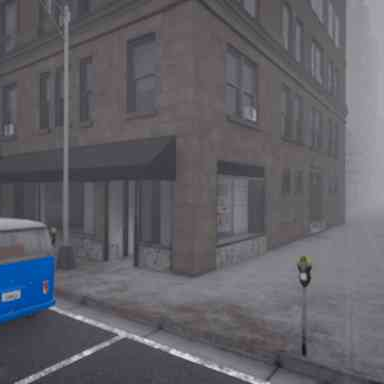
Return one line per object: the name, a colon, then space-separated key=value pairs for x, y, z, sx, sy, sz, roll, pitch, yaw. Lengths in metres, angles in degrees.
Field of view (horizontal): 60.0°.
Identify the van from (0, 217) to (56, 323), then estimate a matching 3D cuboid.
van: x=-4.219 y=1.323 z=6.081 sx=3.998 sy=1.788 sz=1.690 roll=0 pitch=0 yaw=35
